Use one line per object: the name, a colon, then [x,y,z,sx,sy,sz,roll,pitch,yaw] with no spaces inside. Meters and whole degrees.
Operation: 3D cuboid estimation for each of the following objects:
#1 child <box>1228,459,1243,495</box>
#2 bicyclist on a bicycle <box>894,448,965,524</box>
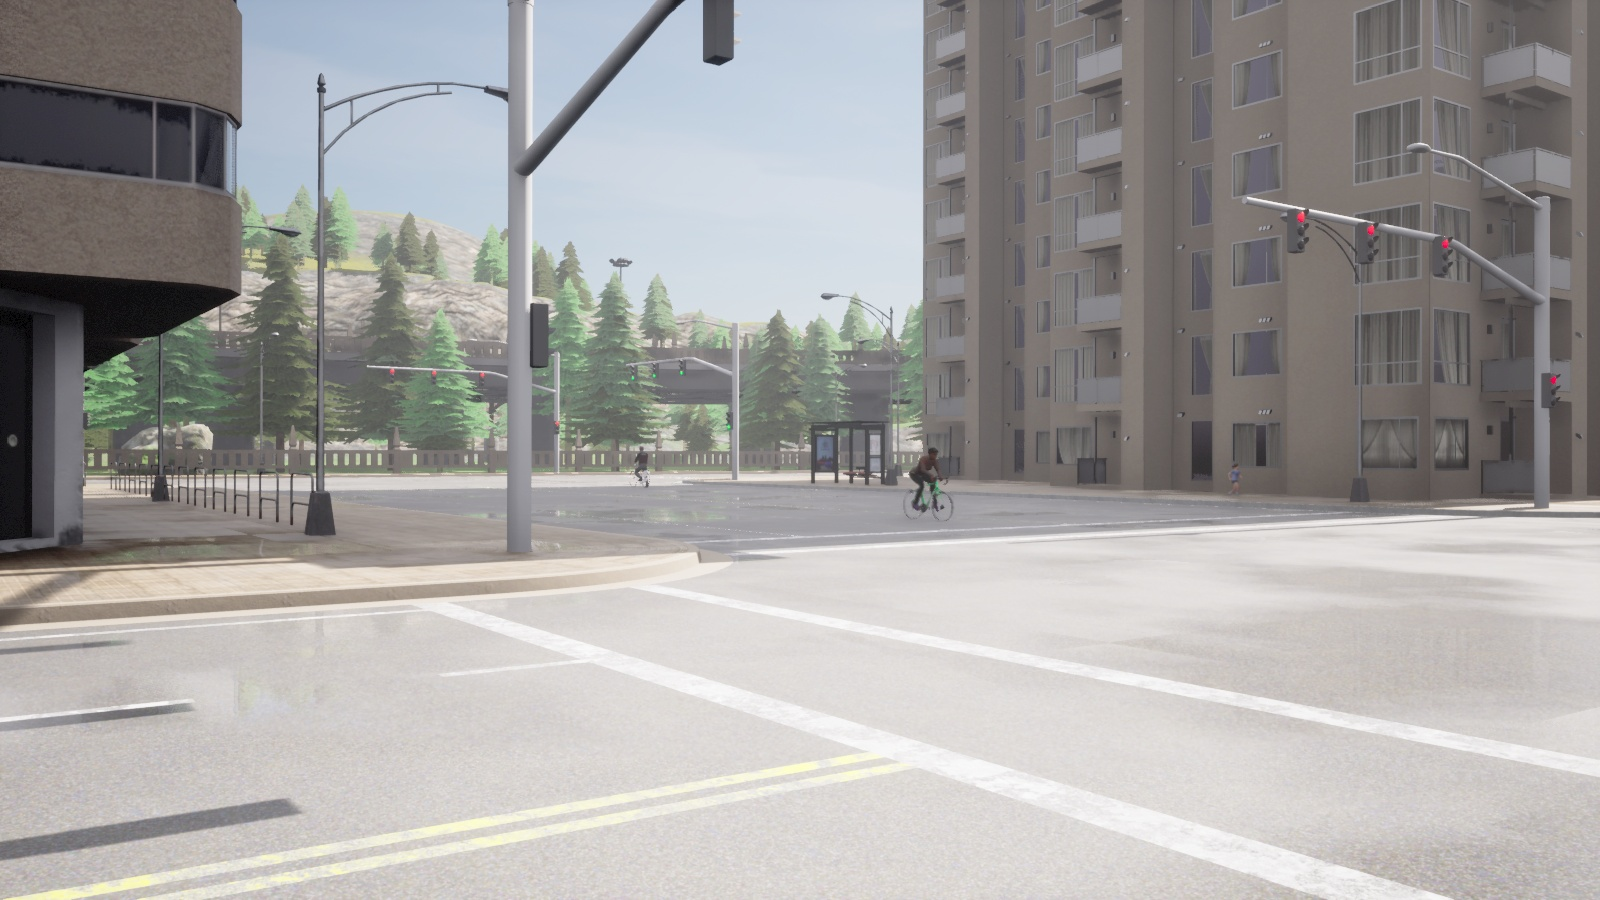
child: [13.835,0.852,39.885,0.255,1.110,0.394,0,0,-36]
bicyclist on a bicycle: [2.832,0.759,27.589,0.582,1.620,1.656,0,0,-35]
